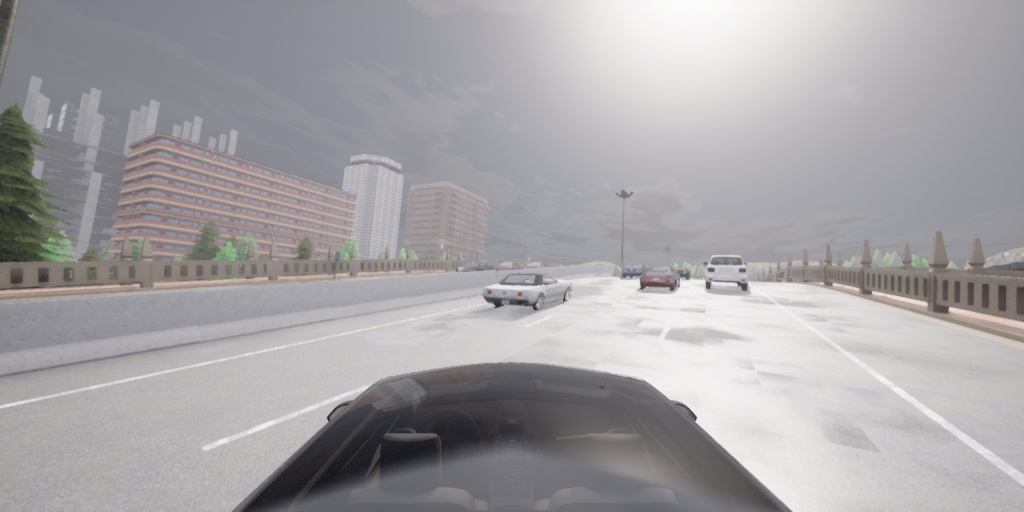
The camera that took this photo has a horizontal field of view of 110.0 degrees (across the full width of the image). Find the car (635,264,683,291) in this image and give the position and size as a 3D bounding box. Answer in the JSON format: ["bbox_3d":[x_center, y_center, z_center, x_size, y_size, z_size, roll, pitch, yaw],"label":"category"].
[{"bbox_3d":[9.200,1.292,22.193,1.994,1.385,4.181,0,0,29],"label":"car"}]

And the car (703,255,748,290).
[{"bbox_3d":[13.535,0.975,22.793,2.150,2.045,5.566,0,0,29],"label":"car"}]

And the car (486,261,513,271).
[{"bbox_3d":[-0.243,1.208,34.453,1.812,1.442,4.674,0,-1,29],"label":"car"}]

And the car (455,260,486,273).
[{"bbox_3d":[-3.627,1.144,35.568,2.128,1.511,4.902,0,-1,29],"label":"car"}]

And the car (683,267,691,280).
[{"bbox_3d":[16.847,1.723,36.035,1.895,1.301,4.718,0,-3,29],"label":"car"}]

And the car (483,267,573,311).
[{"bbox_3d":[0.862,1.314,14.342,1.895,1.301,4.718,0,0,29],"label":"car"}]

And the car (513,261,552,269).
[{"bbox_3d":[2.182,1.210,31.609,1.812,1.442,4.674,0,0,29],"label":"car"}]

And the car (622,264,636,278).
[{"bbox_3d":[11.970,1.465,34.442,2.033,1.411,5.357,0,-2,29],"label":"car"}]
